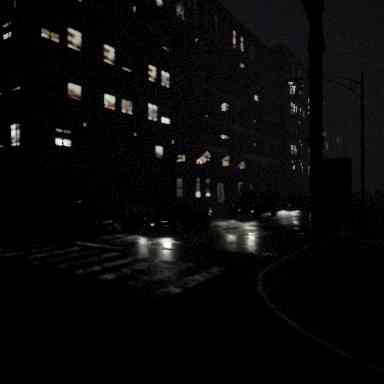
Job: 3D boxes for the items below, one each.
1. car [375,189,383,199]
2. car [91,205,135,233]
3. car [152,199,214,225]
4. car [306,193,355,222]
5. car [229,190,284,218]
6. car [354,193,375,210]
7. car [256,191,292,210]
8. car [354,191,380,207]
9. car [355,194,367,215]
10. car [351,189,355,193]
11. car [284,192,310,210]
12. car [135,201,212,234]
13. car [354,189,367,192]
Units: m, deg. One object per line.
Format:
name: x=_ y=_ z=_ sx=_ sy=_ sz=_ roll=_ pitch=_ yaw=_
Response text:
car: x=28.744 y=0.528 z=50.323 sx=2.192 sy=1.841 sz=5.009 roll=1 pitch=1 yaw=35
car: x=-3.602 y=1.414 z=18.630 sx=2.008 sy=1.369 sz=4.403 roll=1 pitch=1 yaw=35
car: x=-0.512 y=1.314 z=23.055 sx=1.752 sy=1.417 sz=4.829 roll=1 pitch=1 yaw=35
car: x=9.624 y=1.109 z=22.934 sx=1.967 sy=1.590 sz=4.097 roll=1 pitch=1 yaw=35
car: x=5.072 y=0.912 z=26.544 sx=2.150 sy=2.045 sz=5.566 roll=0 pitch=1 yaw=36
car: x=15.998 y=1.067 z=32.066 sx=2.008 sy=1.369 sz=4.403 roll=1 pitch=1 yaw=35
car: x=9.145 y=0.872 z=36.887 sx=2.192 sy=1.841 sz=5.009 roll=1 pitch=1 yaw=35
car: x=19.282 y=0.963 z=36.770 sx=1.752 sy=1.417 sz=4.829 roll=1 pitch=1 yaw=35
car: x=12.811 y=1.143 z=27.501 sx=2.008 sy=1.369 sz=4.403 roll=1 pitch=1 yaw=35
car: x=37.826 y=0.195 z=77.973 sx=2.192 sy=1.841 sz=5.009 roll=1 pitch=1 yaw=35
car: x=11.167 y=1.038 z=35.259 sx=2.128 sy=1.511 sz=4.902 roll=0 pitch=1 yaw=35
car: x=-0.652 y=1.335 z=18.400 sx=1.837 sy=1.490 sz=4.892 roll=0 pitch=1 yaw=33
car: x=28.492 y=0.534 z=54.497 sx=2.097 sy=1.767 sz=4.553 roll=0 pitch=1 yaw=34
